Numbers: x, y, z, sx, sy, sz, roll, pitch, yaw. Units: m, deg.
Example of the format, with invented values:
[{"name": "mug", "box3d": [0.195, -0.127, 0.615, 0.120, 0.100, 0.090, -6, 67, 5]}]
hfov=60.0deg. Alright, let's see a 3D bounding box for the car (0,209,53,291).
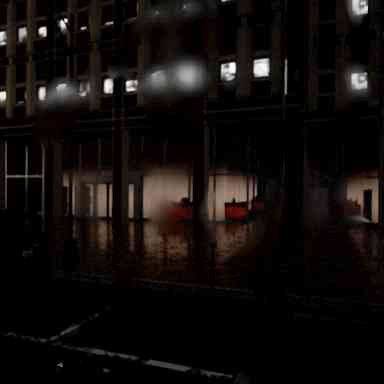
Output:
[{"name": "car", "box3d": [-5.530, 1.310, 7.483, 5.009, 1.841, 2.192, 0, 1, 20]}]
